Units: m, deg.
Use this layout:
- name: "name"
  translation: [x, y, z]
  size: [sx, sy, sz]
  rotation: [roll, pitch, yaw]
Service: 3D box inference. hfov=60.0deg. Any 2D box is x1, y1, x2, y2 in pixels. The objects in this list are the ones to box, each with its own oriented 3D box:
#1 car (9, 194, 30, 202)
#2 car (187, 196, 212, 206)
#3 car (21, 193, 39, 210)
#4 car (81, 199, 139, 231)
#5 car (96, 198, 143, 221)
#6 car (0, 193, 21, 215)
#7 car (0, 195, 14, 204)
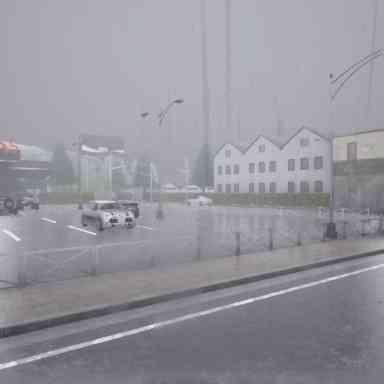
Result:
- name: "car"
  translation: [-38.212, 1.327, 73.753]
  size: [3.866, 1.878, 1.905]
  rotation: [0, 0, -36]
- name: "car"
  translation: [1.157, 1.347, 49.295]
  size: [1.812, 1.442, 4.674]
  rotation: [0, 0, -35]
- name: "car"
  translation: [-19.144, 1.092, 38.634]
  size: [1.905, 1.878, 3.866]
  rotation: [0, 0, -36]
- name: "car"
  translation: [-4.667, 1.247, 18.340]
  size: [1.970, 1.475, 3.806]
  rotation: [0, 0, -36]
- name: "car"
  translation: [-5.781, 1.312, 26.205]
  size: [2.007, 1.523, 4.514]
  rotation: [0, 0, -36]
- name: "car"
  translation: [-17.247, 1.112, 30.321]
  size: [1.932, 1.855, 4.605]
  rotation: [0, 0, -36]
- name: "car"
  translation: [-38.452, 1.495, 66.625]
  size: [4.611, 1.667, 2.242]
  rotation: [0, 0, -36]
